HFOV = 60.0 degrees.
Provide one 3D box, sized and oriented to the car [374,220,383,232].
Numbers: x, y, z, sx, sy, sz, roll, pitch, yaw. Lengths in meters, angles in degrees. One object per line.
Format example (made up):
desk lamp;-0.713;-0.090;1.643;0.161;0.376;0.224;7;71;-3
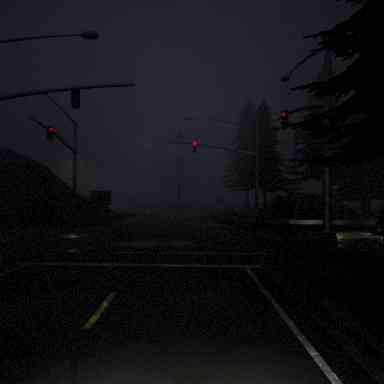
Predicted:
car;14.210;1.867;21.210;4.553;1.767;2.097;0;-1;0
